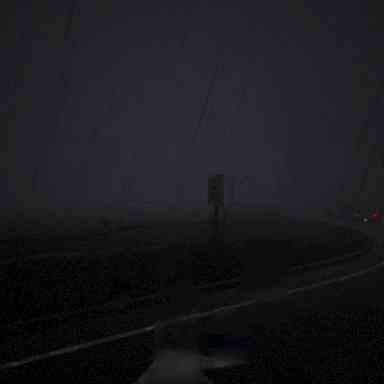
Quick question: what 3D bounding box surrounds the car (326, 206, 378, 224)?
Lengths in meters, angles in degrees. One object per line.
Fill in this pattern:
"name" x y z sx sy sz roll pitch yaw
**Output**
"car" 12.689 1.781 26.804 1.895 1.301 4.718 0 0 -3
